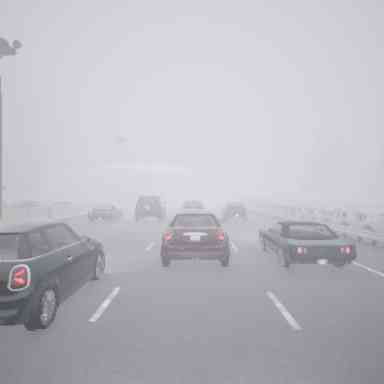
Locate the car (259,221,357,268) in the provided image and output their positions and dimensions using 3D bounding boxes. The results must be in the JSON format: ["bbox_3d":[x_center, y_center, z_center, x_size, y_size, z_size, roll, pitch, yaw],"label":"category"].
[{"bbox_3d":[3.598,1.643,11.382,1.895,1.301,4.718,0,0,0],"label":"car"}]

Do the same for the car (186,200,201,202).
[{"bbox_3d":[0.094,1.479,28.568,2.097,1.767,4.553,0,-1,0],"label":"car"}]

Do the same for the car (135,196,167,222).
[{"bbox_3d":[-3.405,1.344,27.980,2.150,2.045,5.566,0,0,0],"label":"car"}]

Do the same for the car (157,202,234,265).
[{"bbox_3d":[0.098,1.396,11.950,2.097,1.767,4.553,0,0,0],"label":"car"}]

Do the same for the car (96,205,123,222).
[{"bbox_3d":[-6.905,1.715,27.076,1.895,1.301,4.718,0,0,0],"label":"car"}]

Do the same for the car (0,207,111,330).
[{"bbox_3d":[-3.404,1.378,7.114,2.097,1.767,4.553,0,0,0],"label":"car"}]

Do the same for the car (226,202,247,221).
[{"bbox_3d":[3.595,1.635,28.936,1.837,1.490,4.892,0,-1,0],"label":"car"}]
